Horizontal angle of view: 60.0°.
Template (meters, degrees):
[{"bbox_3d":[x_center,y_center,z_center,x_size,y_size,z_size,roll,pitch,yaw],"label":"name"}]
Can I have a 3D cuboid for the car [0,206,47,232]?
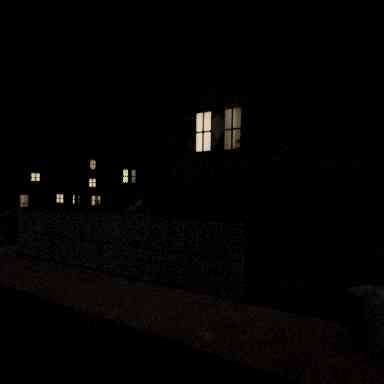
[{"bbox_3d":[-11.310,1.719,22.329,1.882,1.535,5.008,2,0,37],"label":"car"}]

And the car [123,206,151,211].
[{"bbox_3d":[-5.218,1.991,30.579,1.812,1.442,4.674,2,0,36],"label":"car"}]
